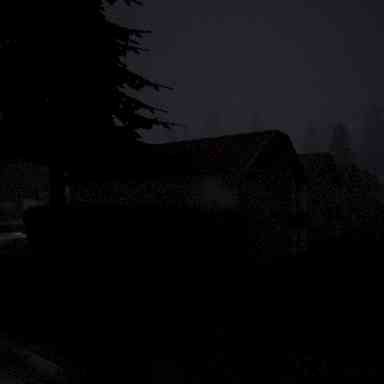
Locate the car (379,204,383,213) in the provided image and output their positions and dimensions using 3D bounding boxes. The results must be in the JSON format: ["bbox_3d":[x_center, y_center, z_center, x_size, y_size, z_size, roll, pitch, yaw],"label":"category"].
[{"bbox_3d":[22.621,2.038,41.474,4.902,1.511,2.128,-1,-1,29],"label":"car"}]

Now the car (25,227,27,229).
[{"bbox_3d":[-9.408,1.868,23.729,2.097,1.767,4.553,-1,-1,36],"label":"car"}]
